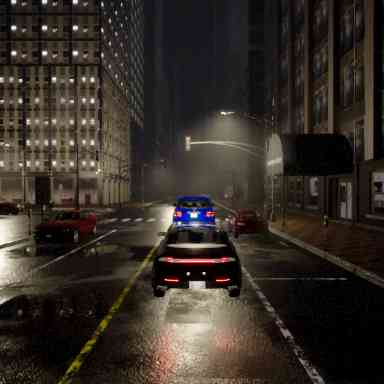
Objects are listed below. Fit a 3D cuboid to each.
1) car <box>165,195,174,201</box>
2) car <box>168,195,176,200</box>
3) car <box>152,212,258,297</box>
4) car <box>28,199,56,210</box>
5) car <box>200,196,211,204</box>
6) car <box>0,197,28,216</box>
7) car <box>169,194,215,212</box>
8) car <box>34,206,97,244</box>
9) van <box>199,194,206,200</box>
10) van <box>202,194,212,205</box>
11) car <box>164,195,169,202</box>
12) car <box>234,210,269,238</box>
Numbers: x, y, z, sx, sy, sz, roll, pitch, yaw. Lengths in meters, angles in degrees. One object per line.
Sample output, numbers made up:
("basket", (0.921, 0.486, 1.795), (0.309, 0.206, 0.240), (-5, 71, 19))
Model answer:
("car", (-5.662, 1.541, 83.522), (1.947, 1.339, 4.313), (0, 0, 0))
("car", (-5.658, 1.533, 94.915), (1.947, 1.339, 4.313), (0, 0, 0))
("car", (0.102, 1.491, 8.538), (2.128, 1.511, 4.902), (0, 0, 0))
("car", (-18.507, 1.498, 39.491), (4.403, 1.369, 2.008), (0, 0, 1))
("car", (2.711, 1.536, 66.427), (2.008, 1.369, 4.403), (0, 0, 0))
("car", (-18.597, 1.308, 31.109), (5.009, 1.841, 2.192), (0, 0, 1))
("car", (0.096, 1.219, 18.457), (2.150, 2.045, 5.566), (0, 0, 0))
("car", (-5.819, 1.543, 15.765), (1.887, 1.381, 4.507), (0, 0, 0))
("van", (2.719, 1.312, 89.214), (1.690, 1.788, 3.998), (0, 0, 0))
("van", (2.708, 1.328, 60.731), (1.690, 1.788, 3.998), (0, 0, 0))
("car", (-5.665, 1.524, 77.825), (1.887, 1.381, 4.507), (0, 0, 0))
("car", (2.821, 1.580, 17.138), (1.802, 1.307, 4.206), (0, 0, 0))
